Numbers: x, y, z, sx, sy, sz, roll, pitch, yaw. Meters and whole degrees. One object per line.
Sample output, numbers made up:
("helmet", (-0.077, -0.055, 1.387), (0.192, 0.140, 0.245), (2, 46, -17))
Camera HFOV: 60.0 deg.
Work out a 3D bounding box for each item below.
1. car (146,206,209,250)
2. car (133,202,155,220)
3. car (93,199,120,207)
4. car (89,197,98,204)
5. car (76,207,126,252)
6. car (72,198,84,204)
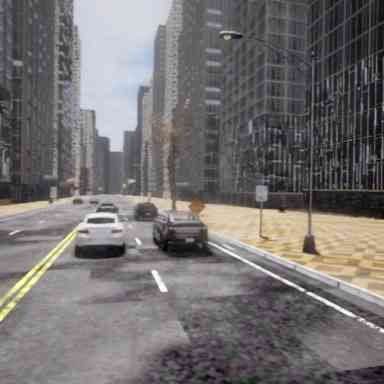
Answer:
("car", (-0.632, 1.596, 14.810), (2.128, 1.511, 4.902), (1, 0, -13))
("car", (-4.131, 1.644, 29.579), (1.882, 1.535, 5.008), (1, 0, -13))
("car", (-7.258, 1.625, 28.673), (1.837, 1.490, 4.892), (1, 0, -13))
("car", (-20.020, 1.782, 68.429), (2.033, 1.411, 5.357), (1, 0, -13))
("car", (-3.814, 1.581, 14.138), (1.812, 1.442, 4.674), (1, 0, -13))
("car", (-23.176, 1.789, 67.650), (1.895, 1.301, 4.718), (1, 0, -13))
